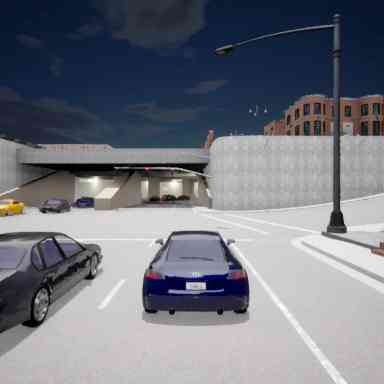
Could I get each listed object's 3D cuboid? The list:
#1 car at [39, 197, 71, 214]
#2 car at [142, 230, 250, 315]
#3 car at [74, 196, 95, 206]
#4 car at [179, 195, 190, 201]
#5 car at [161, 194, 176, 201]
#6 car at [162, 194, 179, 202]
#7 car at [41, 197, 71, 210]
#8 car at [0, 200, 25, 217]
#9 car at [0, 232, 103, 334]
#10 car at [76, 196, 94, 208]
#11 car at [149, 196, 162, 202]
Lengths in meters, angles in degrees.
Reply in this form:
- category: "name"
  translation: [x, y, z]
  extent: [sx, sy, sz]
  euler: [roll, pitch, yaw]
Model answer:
- category: "car"
  translation: [-14.457, 1.547, 35.455]
  extent: [2.033, 1.411, 5.357]
  euler: [0, 0, -4]
- category: "car"
  translation: [0.075, 1.564, 7.653]
  extent: [1.994, 1.385, 4.181]
  euler: [0, 0, 0]
- category: "car"
  translation: [-18.633, 1.490, 57.903]
  extent: [2.128, 1.511, 4.902]
  euler: [0, 0, -1]
- category: "car"
  translation: [-2.146, 1.524, 84.959]
  extent: [1.812, 1.442, 4.674]
  euler: [0, 0, 28]
- category: "car"
  translation: [-5.952, 1.355, 84.921]
  extent: [2.097, 1.767, 4.553]
  euler: [0, 0, 24]
- category: "car"
  translation: [-4.773, 1.355, 75.163]
  extent: [2.097, 1.767, 4.553]
  euler: [0, 0, 6]
- category: "car"
  translation: [-18.334, 1.492, 45.072]
  extent: [2.128, 1.511, 4.902]
  euler: [0, 0, -1]
- category: "car"
  translation: [-17.497, 1.477, 31.320]
  extent: [1.882, 1.535, 5.008]
  euler: [0, 0, -7]
- category: "car"
  translation: [-3.426, 1.547, 6.955]
  extent: [2.033, 1.411, 5.357]
  euler: [0, 0, 0]
- category: "car"
  translation: [-14.889, 1.526, 47.346]
  extent: [1.812, 1.442, 4.674]
  euler: [0, 0, -1]
- category: "car"
  translation: [-8.292, 1.540, 74.870]
  extent: [2.033, 1.411, 5.357]
  euler: [0, 0, 6]
